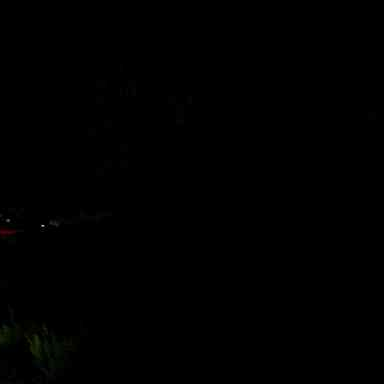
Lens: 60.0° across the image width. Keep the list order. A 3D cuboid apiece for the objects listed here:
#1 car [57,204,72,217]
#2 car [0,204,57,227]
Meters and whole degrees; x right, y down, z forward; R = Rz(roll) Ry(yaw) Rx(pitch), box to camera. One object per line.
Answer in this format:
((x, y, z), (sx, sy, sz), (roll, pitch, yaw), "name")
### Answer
((-14.543, 1.977, 34.695), (2.033, 1.411, 5.357), (4, -2, 8), "car")
((-12.054, 1.789, 24.354), (1.882, 1.535, 5.008), (4, -2, -1), "car")
